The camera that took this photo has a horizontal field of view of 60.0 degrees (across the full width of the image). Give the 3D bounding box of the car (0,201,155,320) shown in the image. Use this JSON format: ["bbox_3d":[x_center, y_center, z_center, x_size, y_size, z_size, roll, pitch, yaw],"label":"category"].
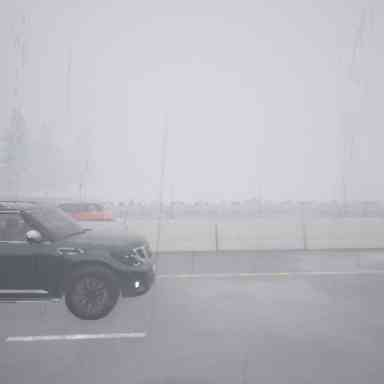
[{"bbox_3d":[-3.550,1.213,6.671,5.566,2.045,2.150,0,0,-3],"label":"car"}]

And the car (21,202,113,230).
[{"bbox_3d":[-7.613,1.429,20.667,5.008,1.535,1.882,-1,0,-3],"label":"car"}]

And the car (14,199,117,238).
[{"bbox_3d":[-6.355,1.310,17.232,4.553,1.767,2.097,-1,0,-3],"label":"car"}]

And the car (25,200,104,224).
[{"bbox_3d":[-9.121,1.423,24.088,5.008,1.535,1.882,-1,0,-3],"label":"car"}]
